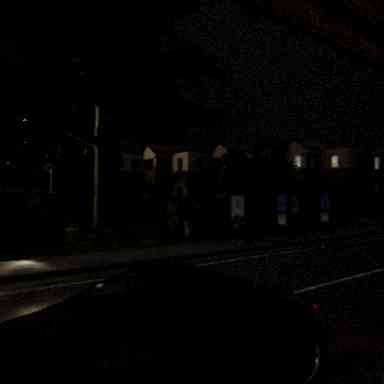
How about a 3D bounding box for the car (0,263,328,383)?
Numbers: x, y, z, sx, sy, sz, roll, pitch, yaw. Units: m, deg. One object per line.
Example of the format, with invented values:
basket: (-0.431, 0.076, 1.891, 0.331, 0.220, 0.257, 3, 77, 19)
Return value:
car: (-0.374, 1.584, 3.719, 4.181, 1.385, 1.994, 1, 0, -36)
